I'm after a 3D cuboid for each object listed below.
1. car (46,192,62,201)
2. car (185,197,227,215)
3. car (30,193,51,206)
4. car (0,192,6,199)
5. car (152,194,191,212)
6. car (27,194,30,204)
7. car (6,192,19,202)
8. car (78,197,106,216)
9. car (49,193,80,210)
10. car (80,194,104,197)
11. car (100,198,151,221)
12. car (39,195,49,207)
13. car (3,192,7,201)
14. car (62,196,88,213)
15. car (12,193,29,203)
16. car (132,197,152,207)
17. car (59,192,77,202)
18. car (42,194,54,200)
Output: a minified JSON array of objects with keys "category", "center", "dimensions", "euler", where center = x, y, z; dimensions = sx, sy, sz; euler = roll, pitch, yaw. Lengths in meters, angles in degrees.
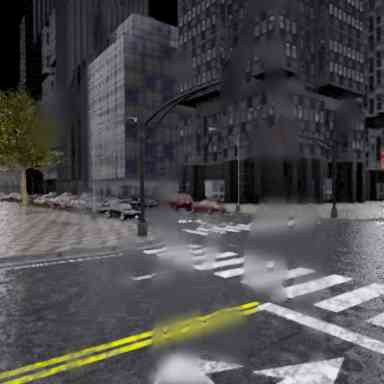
[{"category":"car","center":[-31.938,0.990,76.836],"dimensions":[2.192,1.841,5.009],"euler":[-1,0,-36]},{"category":"car","center":[1.525,1.384,31.451],"dimensions":[1.802,1.307,4.206],"euler":[0,0,-36]},{"category":"car","center":[-21.970,1.338,48.953],"dimensions":[1.752,1.417,4.829],"euler":[-1,0,-36]},{"category":"car","center":[-42.149,1.339,76.325],"dimensions":[1.802,1.307,4.206],"euler":[-1,0,-36]},{"category":"car","center":[-1.823,1.097,35.989],"dimensions":[2.192,1.841,5.009],"euler":[-1,0,-36]},{"category":"car","center":[-25.418,1.367,53.629],"dimensions":[1.947,1.339,4.313],"euler":[-1,0,-36]},{"category":"car","center":[-35.459,1.088,67.246],"dimensions":[2.192,1.841,5.009],"euler":[-1,0,-36]},{"category":"car","center":[-8.685,1.437,30.934],"dimensions":[1.947,1.339,4.313],"euler":[0,0,-36]},{"category":"car","center":[-15.378,1.278,40.010],"dimensions":[1.967,1.590,4.097],"euler":[-1,0,-36]},{"category":"car","center":[-13.083,1.357,41.549],"dimensions":[2.033,1.411,5.357],"euler":[-1,1,-36]},{"category":"car","center":[-5.338,1.456,26.394],"dimensions":[1.947,1.339,4.313],"euler":[0,0,-36]},{"category":"car","center":[-18.724,1.406,44.551],"dimensions":[1.802,1.307,4.206],"euler":[-1,0,-36]},{"category":"car","center":[-38.804,1.330,71.787],"dimensions":[1.947,1.339,4.313],"euler":[-1,0,-36]},{"category":"car","center":[-12.031,1.436,35.473],"dimensions":[1.802,1.307,4.206],"euler":[-1,0,-36]},{"category":"car","center":[-32.111,1.327,62.708],"dimensions":[1.887,1.381,4.507],"euler":[-1,0,-36]},{"category":"car","center":[-5.167,1.331,40.528],"dimensions":[1.947,1.339,4.313],"euler":[-1,0,-36]},{"category":"car","center":[-25.245,1.009,67.758],"dimensions":[2.192,1.841,5.009],"euler":[-1,0,-36]},{"category":"car","center":[-35.383,1.193,81.512],"dimensions":[1.752,1.417,4.829],"euler":[-1,0,-36]}]
